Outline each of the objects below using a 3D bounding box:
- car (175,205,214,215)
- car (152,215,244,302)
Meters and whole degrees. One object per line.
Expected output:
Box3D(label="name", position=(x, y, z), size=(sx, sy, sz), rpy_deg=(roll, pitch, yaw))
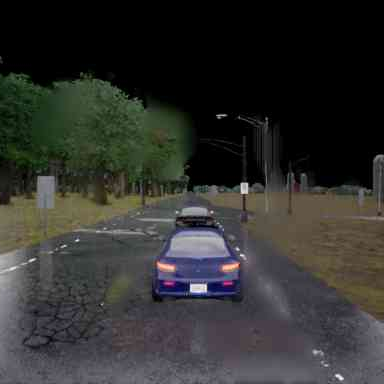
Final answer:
Box3D(label="car", position=(0.132, 1.431, 17.403), size=(1.882, 1.535, 5.008), rpy_deg=(0, 0, 0))
Box3D(label="car", position=(0.119, 1.516, 8.124), size=(1.812, 1.442, 4.674), rpy_deg=(0, 0, 0))
